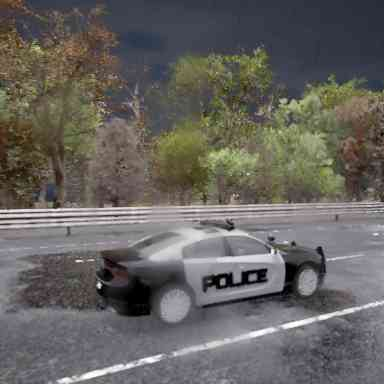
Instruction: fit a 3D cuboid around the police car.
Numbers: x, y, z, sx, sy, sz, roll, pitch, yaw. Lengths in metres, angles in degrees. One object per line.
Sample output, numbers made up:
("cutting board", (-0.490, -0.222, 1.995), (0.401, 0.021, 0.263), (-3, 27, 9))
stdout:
("police car", (0.656, 1.424, 7.043), (5.238, 1.638, 1.930), (0, 0, -28))
